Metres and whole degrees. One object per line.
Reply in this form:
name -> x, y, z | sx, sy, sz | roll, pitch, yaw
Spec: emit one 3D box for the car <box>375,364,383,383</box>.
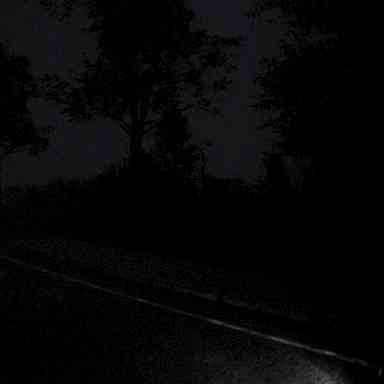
car -> 3.751, 1.555, 1.385 | 5.357, 1.411, 2.033 | 0, 0, 35
